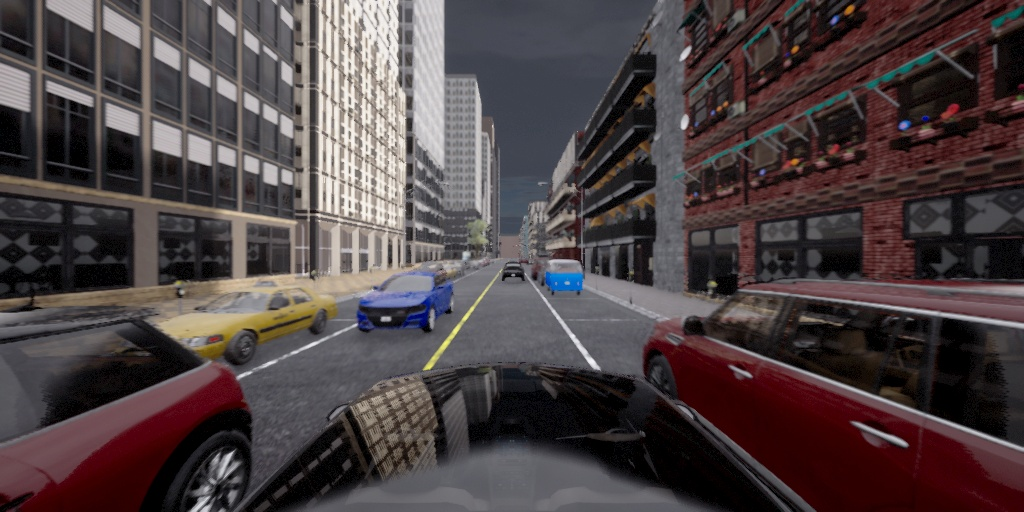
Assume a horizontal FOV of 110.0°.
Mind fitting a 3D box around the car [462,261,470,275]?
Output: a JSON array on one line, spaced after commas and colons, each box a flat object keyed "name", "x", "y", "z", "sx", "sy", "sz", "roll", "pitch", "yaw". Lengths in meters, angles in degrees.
[{"name": "car", "x": -5.689, "y": 1.303, "z": 35.939, "sx": 2.007, "sy": 1.370, "sz": 4.403, "roll": 0, "pitch": 0, "yaw": 0}]

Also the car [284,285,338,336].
[{"name": "car", "x": -5.690, "y": 1.275, "z": 8.015, "sx": 1.751, "sy": 1.417, "sz": 4.829, "roll": 0, "pitch": 0, "yaw": 0}]

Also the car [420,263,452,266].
[{"name": "car", "x": -5.690, "y": 1.190, "z": 24.837, "sx": 1.967, "sy": 1.591, "sz": 4.097, "roll": 0, "pitch": 0, "yaw": 0}]

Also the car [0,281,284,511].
[{"name": "car", "x": -3.084, "y": 1.102, "z": 0.885, "sx": 2.097, "sy": 1.767, "sz": 4.553, "roll": 0, "pitch": 0, "yaw": 0}]

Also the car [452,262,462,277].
[{"name": "car", "x": -5.690, "y": 1.277, "z": 30.218, "sx": 1.751, "sy": 1.417, "sz": 4.829, "roll": 0, "pitch": 0, "yaw": 0}]

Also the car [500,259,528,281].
[{"name": "car", "x": 0.101, "y": 1.256, "z": 30.307, "sx": 1.837, "sy": 1.490, "sz": 4.892, "roll": 0, "pitch": 0, "yaw": 0}]

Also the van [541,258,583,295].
[{"name": "van", "x": 2.691, "y": 1.091, "z": 19.287, "sx": 1.690, "sy": 1.789, "sz": 3.998, "roll": 0, "pitch": 0, "yaw": 0}]

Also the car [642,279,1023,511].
[{"name": "car", "x": 2.690, "y": 1.065, "z": 2.635, "sx": 2.192, "sy": 1.841, "sz": 5.009, "roll": 0, "pitch": 0, "yaw": 0}]

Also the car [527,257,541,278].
[{"name": "car", "x": 2.691, "y": 1.066, "z": 30.388, "sx": 2.192, "sy": 1.841, "sz": 5.009, "roll": 0, "pitch": 0, "yaw": 0}]

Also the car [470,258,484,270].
[{"name": "car", "x": -5.689, "y": 1.310, "z": 52.591, "sx": 2.007, "sy": 1.370, "sz": 4.403, "roll": 0, "pitch": 0, "yaw": 0}]

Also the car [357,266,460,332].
[{"name": "car", "x": -3.000, "y": 1.227, "z": 11.034, "sx": 1.882, "sy": 1.535, "sz": 5.008, "roll": 0, "pitch": 0, "yaw": 0}]

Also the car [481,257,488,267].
[{"name": "car", "x": -5.689, "y": 1.346, "z": 63.693, "sx": 1.802, "sy": 1.307, "sz": 4.207, "roll": 0, "pitch": 0, "yaw": 0}]

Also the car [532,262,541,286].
[{"name": "car", "x": 2.691, "y": 1.301, "z": 24.838, "sx": 2.007, "sy": 1.370, "sz": 4.403, "roll": 0, "pitch": 0, "yaw": 0}]
